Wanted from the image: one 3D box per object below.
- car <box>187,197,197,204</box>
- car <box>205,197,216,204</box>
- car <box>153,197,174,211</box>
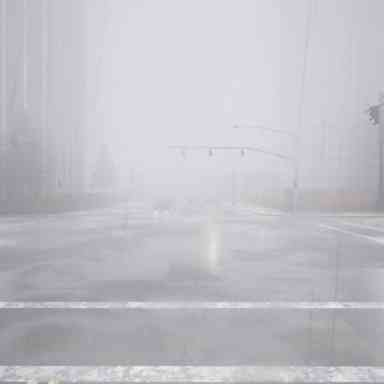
[{"bbox_3d":[0.030,1.564,64.985,1.994,1.385,4.181,0,0,0],"label":"car"},{"bbox_3d":[3.530,1.601,65.014,1.895,1.301,4.718,0,0,0],"label":"car"},{"bbox_3d":[-3.580,1.564,40.787,1.994,1.385,4.181,0,0,0],"label":"car"}]
